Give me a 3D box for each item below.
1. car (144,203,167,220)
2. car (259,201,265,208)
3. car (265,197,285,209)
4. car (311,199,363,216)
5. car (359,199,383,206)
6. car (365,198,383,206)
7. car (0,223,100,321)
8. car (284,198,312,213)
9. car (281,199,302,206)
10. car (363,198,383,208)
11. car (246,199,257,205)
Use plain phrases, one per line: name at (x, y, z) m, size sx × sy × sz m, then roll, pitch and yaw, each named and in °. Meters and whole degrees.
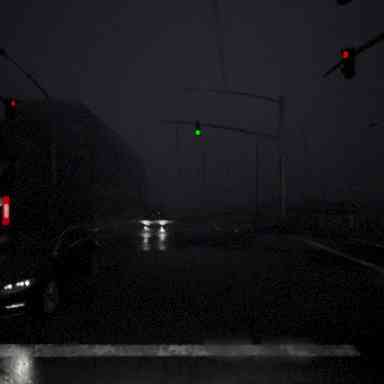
car at (-3.507, 1.881, 32.597) m, size 1.837 × 1.490 × 4.892 m, roll 0°, pitch 0°, yaw 0°
car at (13.740, 1.771, 55.518) m, size 4.605 × 1.855 × 1.932 m, roll 0°, pitch -1°, yaw 0°
car at (14.153, 1.717, 52.613) m, size 3.866 × 1.878 × 1.905 m, roll 0°, pitch -1°, yaw 0°
car at (14.483, 1.645, 33.401) m, size 3.806 × 1.475 × 1.970 m, roll 0°, pitch -1°, yaw 0°
car at (39.906, 2.234, 74.115) m, size 4.514 × 1.523 × 2.007 m, roll 0°, pitch -1°, yaw 0°
car at (39.959, 2.188, 70.978) m, size 5.027 × 1.636 × 2.152 m, roll 0°, pitch -1°, yaw 0°
car at (-3.514, 1.529, 7.619) m, size 2.128 × 1.511 × 4.902 m, roll -1°, pitch 0°, yaw 0°
car at (14.157, 1.642, 39.819) m, size 5.027 × 1.636 × 2.152 m, roll 0°, pitch -1°, yaw 0°
car at (21.294, 2.243, 71.119) m, size 3.806 × 1.475 × 1.970 m, roll 0°, pitch -1°, yaw 0°
car at (32.289, 2.037, 59.131) m, size 3.633 × 1.501 × 1.845 m, roll 0°, pitch -1°, yaw 0°
car at (13.872, 2.268, 74.097) m, size 3.633 × 1.501 × 1.845 m, roll 0°, pitch -1°, yaw 0°
